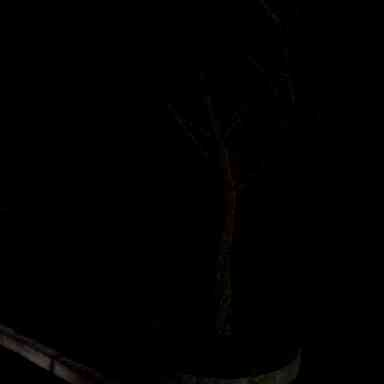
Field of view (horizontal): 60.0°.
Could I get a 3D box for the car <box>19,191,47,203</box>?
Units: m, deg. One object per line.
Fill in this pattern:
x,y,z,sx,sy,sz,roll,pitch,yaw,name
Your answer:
-19.993,0.920,40.828,2.150,2.045,5.566,1,0,32,car
